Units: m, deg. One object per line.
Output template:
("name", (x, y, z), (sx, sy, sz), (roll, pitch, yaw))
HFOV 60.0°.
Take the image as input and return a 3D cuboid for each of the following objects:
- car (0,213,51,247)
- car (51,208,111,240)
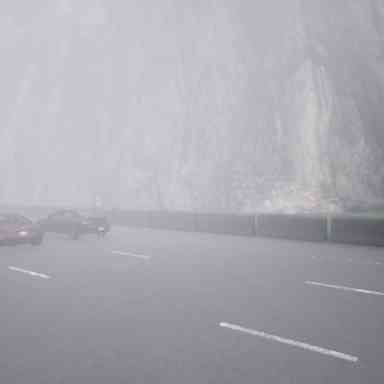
("car", (-8.153, 1.570, 14.061), (4.181, 1.385, 1.994), (0, 0, 36))
("car", (-6.098, 1.531, 16.894), (4.674, 1.442, 1.812), (0, 0, 36))
